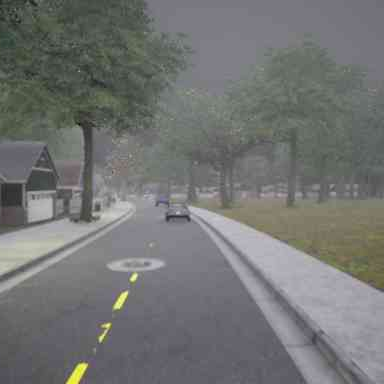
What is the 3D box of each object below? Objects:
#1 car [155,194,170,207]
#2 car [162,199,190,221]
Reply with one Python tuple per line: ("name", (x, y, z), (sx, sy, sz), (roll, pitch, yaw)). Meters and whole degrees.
("car", (-4.883, 1.313, 54.733), (2.150, 2.045, 5.566), (0, 0, -10))
("car", (-1.223, 1.557, 27.335), (1.994, 1.385, 4.181), (0, 0, -5))
